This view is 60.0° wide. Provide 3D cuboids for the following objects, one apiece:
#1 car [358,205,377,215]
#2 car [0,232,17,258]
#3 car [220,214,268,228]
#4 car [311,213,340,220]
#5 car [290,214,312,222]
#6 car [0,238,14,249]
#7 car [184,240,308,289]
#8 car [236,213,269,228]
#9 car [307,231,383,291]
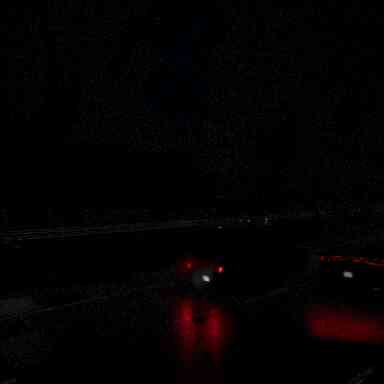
[{"bbox_3d":[38.989,3.962,73.820,5.566,2.045,2.150,1,-5,-43],"label":"car"},{"bbox_3d":[-13.876,3.466,20.630,5.008,1.535,1.882,0,-4,-43],"label":"car"},{"bbox_3d":[4.130,2.993,27.695,4.553,1.767,2.097,1,-5,-43],"label":"car"},{"bbox_3d":[18.840,3.654,45.888,4.181,1.385,1.994,1,-5,-42],"label":"car"},{"bbox_3d":[15.976,3.883,48.008,4.674,1.442,1.812,0,-5,-42],"label":"car"},{"bbox_3d":[-12.151,3.210,17.475,4.892,1.490,1.837,1,-5,-43],"label":"car"},{"bbox_3d":[2.052,2.276,11.285,4.718,1.301,1.895,1,-5,-43],"label":"car"},{"bbox_3d":[8.402,3.937,45.813,4.553,1.767,2.097,0,-5,-42],"label":"car"},{"bbox_3d":[5.647,1.899,9.861,5.008,1.535,1.882,1,-5,-43],"label":"car"}]
